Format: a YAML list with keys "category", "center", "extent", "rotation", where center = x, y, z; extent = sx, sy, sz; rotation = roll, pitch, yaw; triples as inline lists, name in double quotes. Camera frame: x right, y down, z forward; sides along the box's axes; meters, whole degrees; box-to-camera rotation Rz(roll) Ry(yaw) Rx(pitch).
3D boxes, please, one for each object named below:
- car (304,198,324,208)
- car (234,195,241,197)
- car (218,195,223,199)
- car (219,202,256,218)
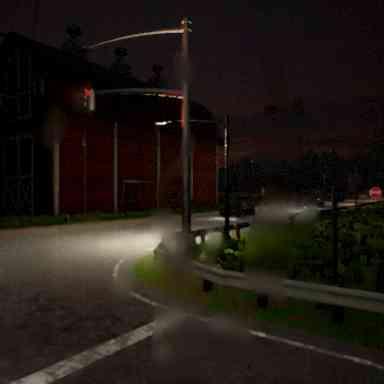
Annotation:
- category: "car"
  center: [17.872, 1.576, 48.624]
  extent: [1.994, 1.385, 4.181]
  rotation: [0, 0, 37]
- category: "car"
  center: [12.186, 1.500, 89.432]
  extent: [1.784, 1.438, 3.905]
  rotation: [0, 0, 36]
- category: "car"
  center: [5.645, 1.486, 78.289]
  extent: [1.816, 1.474, 4.193]
  rotation: [0, 0, 36]
- category: "car"
  center: [4.172, 1.574, 30.188]
  extent: [1.994, 1.385, 4.181]
  rotation: [0, 0, 36]
